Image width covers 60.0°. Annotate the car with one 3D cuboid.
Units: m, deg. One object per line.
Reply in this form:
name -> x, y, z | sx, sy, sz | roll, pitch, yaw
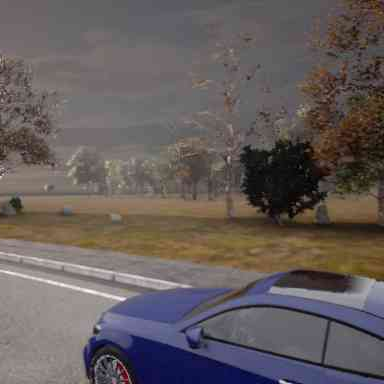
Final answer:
car -> 0.985, 1.517, 3.162 | 4.674, 1.442, 1.812 | 0, 0, 35
